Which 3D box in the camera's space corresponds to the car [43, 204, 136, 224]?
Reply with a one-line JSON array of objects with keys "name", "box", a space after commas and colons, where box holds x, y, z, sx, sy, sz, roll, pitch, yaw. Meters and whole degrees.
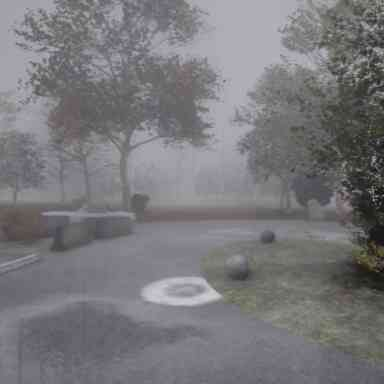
[{"name": "car", "box": [-5.484, 1.299, 17.451, 4.718, 1.301, 1.895, 1, 0, -26]}]
